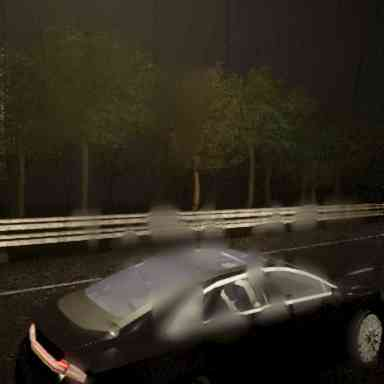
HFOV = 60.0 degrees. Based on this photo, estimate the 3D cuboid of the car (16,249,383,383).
[{"bbox_3d":[0.571,1.497,4.162,4.902,1.511,2.128,0,0,-36],"label":"car"}]
